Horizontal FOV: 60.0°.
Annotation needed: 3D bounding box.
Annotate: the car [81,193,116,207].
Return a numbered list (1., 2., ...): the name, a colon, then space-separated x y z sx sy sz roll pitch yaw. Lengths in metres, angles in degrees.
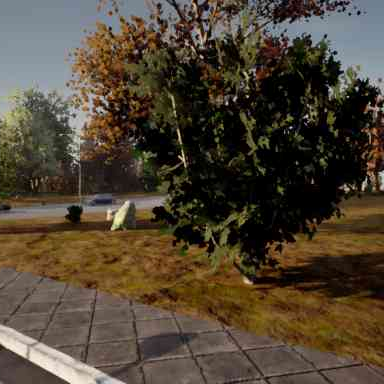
1. car: -12.819 1.035 45.961 2.097 1.767 4.553 0 2 39

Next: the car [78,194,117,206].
1. car: -14.072 1.150 49.977 2.033 1.411 5.357 0 2 39

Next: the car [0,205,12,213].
1. car: -21.777 1.646 34.907 1.895 1.301 4.718 0 1 39
